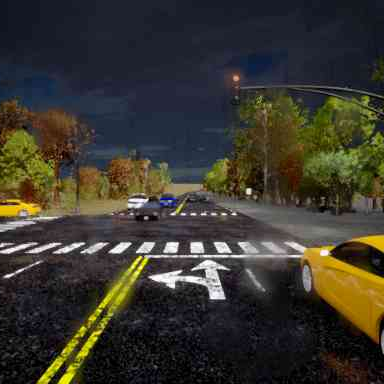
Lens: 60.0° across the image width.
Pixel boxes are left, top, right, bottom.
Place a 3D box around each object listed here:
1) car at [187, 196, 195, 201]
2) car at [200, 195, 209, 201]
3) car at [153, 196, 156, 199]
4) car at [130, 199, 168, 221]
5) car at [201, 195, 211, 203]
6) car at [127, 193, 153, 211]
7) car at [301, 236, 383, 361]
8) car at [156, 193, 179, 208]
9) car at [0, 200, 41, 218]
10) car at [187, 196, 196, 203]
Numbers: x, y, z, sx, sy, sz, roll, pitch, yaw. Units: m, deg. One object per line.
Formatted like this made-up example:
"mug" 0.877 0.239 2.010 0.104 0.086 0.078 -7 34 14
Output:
"car" -0.204 1.606 81.977 1.895 1.301 4.718 0 0 0
"car" 3.046 1.458 81.641 2.033 1.411 5.357 0 0 0
"car" -6.725 1.483 57.651 1.882 1.535 5.008 0 1 1
"car" -3.407 1.538 27.380 2.033 1.411 5.357 0 0 0
"car" 3.094 1.504 71.486 2.128 1.511 4.902 0 0 0
"car" -6.706 1.216 41.981 2.150 2.045 5.566 0 1 0
"car" 3.349 1.444 5.406 1.882 1.535 5.008 0 1 0
"car" -3.465 1.222 47.385 2.150 2.045 5.566 0 0 0
"car" -15.797 1.428 28.779 5.008 1.535 1.882 0 1 -7
"car" -0.138 1.566 72.155 1.994 1.385 4.181 0 0 0
